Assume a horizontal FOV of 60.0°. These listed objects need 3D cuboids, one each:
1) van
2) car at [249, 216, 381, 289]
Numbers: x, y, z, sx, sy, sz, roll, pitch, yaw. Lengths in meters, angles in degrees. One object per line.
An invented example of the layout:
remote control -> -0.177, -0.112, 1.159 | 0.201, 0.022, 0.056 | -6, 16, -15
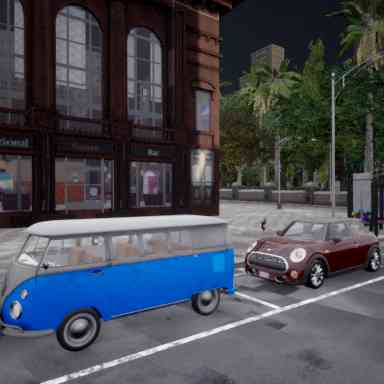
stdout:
van -> -1.075, 1.341, 5.894 | 3.998, 1.788, 1.690 | 0, 0, -36
car -> 3.326, 1.439, 9.069 | 4.097, 1.590, 1.967 | 0, 0, -36
